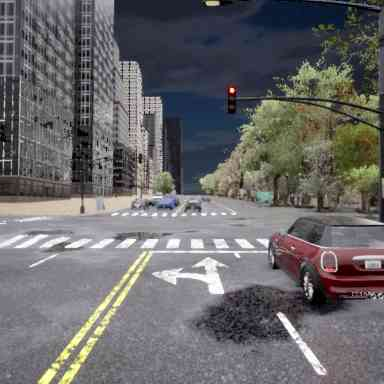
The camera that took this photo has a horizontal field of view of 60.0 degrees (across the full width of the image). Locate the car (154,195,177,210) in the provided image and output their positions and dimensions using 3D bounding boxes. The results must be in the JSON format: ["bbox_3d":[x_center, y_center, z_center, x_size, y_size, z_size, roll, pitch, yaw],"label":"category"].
[{"bbox_3d":[-3.376,1.507,42.542,1.882,1.535,5.008,0,0,0],"label":"car"}]

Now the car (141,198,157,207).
[{"bbox_3d":[-6.626,1.636,51.968,1.895,1.301,4.718,0,0,0],"label":"car"}]

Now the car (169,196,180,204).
[{"bbox_3d":[-3.340,1.569,63.912,1.812,1.442,4.674,0,0,0],"label":"car"}]

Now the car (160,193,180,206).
[{"bbox_3d":[-3.374,1.257,52.480,2.150,2.045,5.566,0,0,0],"label":"car"}]

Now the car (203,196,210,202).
[{"bbox_3d":[3.202,1.579,78.055,2.128,1.511,4.902,0,0,0],"label":"car"}]

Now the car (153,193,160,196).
[{"bbox_3d":[-6.589,1.264,63.783,2.150,2.045,5.566,0,0,1],"label":"car"}]

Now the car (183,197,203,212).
[{"bbox_3d":[0.105,1.544,39.076,1.812,1.442,4.674,0,0,1],"label":"car"}]

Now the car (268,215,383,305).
[{"bbox_3d":[3.341,1.350,8.265,2.097,1.767,4.553,-1,0,0],"label":"car"}]

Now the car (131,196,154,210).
[{"bbox_3d":[-6.623,1.521,42.699,2.128,1.511,4.902,0,0,0],"label":"car"}]
